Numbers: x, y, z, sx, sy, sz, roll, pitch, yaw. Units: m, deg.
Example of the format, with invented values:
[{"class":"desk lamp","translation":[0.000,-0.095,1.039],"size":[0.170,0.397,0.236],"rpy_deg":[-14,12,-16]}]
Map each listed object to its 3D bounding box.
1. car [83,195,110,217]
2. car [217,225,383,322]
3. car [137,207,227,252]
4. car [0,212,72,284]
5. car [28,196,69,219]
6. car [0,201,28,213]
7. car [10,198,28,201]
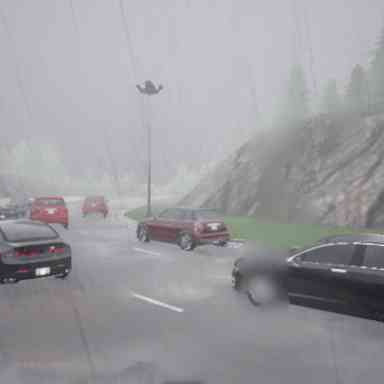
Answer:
[{"class":"car","translation":[-9.505,1.361,33.098],"size":[2.150,2.045,5.566],"rpy_deg":[0,0,-11]},{"class":"car","translation":[3.091,1.561,6.376],"size":[4.892,1.490,1.837],"rpy_deg":[0,0,37]},{"class":"car","translation":[-0.531,1.436,14.740],"size":[2.097,1.767,4.553],"rpy_deg":[1,-1,-42]},{"class":"car","translation":[-4.998,1.533,9.249],"size":[1.837,1.490,4.892],"rpy_deg":[0,0,-43]},{"class":"car","translation":[-9.510,1.298,22.074],"size":[2.150,2.045,5.566],"rpy_deg":[0,0,-26]},{"class":"car","translation":[-15.650,1.682,28.749],"size":[1.895,1.301,4.718],"rpy_deg":[0,0,-16]},{"class":"car","translation":[-21.127,1.475,41.430],"size":[2.097,1.767,4.553],"rpy_deg":[0,0,-4]}]
